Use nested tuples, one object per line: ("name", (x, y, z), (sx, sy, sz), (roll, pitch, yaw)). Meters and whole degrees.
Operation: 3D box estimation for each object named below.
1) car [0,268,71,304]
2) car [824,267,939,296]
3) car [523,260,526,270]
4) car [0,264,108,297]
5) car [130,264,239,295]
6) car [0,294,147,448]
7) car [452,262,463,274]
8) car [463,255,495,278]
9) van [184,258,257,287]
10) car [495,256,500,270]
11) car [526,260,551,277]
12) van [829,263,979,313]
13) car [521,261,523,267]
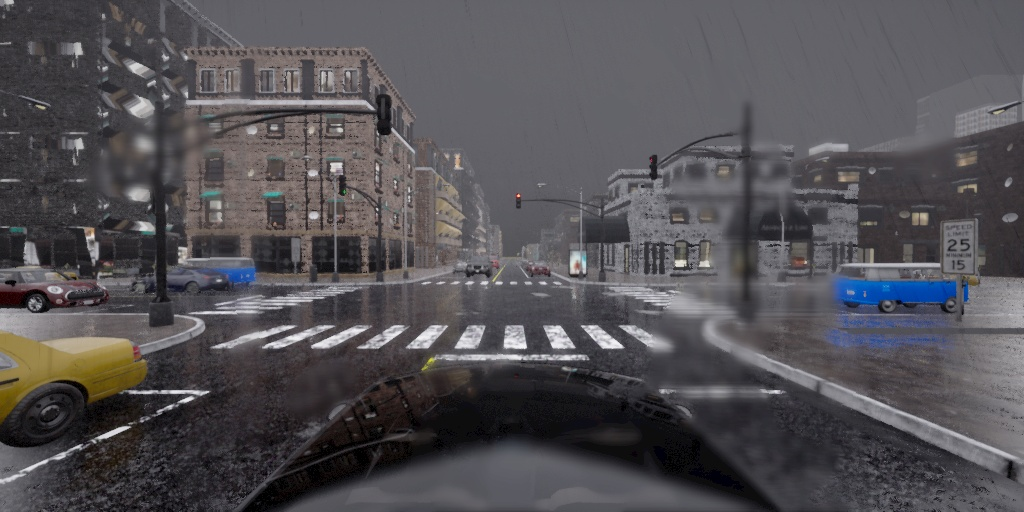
("car", (-22.815, 1.287, 15.854), (4.181, 1.385, 1.994), (0, 0, 0))
("car", (19.821, 1.350, 19.380), (4.181, 1.385, 1.994), (0, 0, 0))
("car", (2.682, 1.347, 46.647), (1.802, 1.307, 4.207), (0, 0, 0))
("car", (-17.724, 1.190, 13.309), (4.097, 1.591, 1.967), (0, 0, 0))
("car", (-17.486, 1.273, 19.033), (4.181, 1.385, 1.994), (0, 0, 0))
("car", (-5.692, 1.275, 2.615), (1.751, 1.417, 4.829), (0, 0, 0))
("car", (-5.698, 1.310, 40.937), (2.007, 1.370, 4.403), (0, 0, 0))
("car", (-3.100, 0.971, 34.756), (2.150, 2.045, 5.566), (0, 1, 0))
("van", (-17.769, 1.030, 21.689), (3.998, 1.789, 1.690), (0, 0, 0))
("car", (-3.095, 0.993, 54.972), (2.150, 2.045, 5.566), (0, 0, 0))
("car", (2.684, 1.195, 35.254), (1.967, 1.591, 4.097), (0, 0, 0))
("van", (14.653, 1.156, 13.555), (3.998, 1.789, 1.690), (0, 0, 0))
("car", (2.681, 1.320, 52.344), (2.007, 1.370, 4.403), (0, 0, 0))
